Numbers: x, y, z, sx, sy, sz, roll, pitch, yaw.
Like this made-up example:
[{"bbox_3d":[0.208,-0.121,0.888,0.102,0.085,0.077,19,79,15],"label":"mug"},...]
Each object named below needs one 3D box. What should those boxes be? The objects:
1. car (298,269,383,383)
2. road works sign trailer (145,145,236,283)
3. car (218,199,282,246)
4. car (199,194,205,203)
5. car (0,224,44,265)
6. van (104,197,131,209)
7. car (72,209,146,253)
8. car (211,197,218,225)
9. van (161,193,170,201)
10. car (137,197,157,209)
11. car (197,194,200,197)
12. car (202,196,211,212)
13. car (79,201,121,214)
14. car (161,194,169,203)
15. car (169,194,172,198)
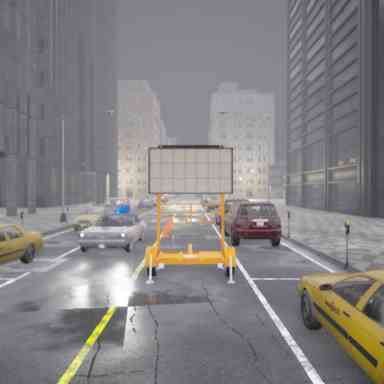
[{"bbox_3d":[2.653,1.525,4.070,1.752,1.417,4.829,0,0,1],"label":"car"},{"bbox_3d":[-0.036,0.462,9.592,2.380,3.560,2.880,0,0,0],"label":"road works sign trailer"},{"bbox_3d":[2.608,1.311,15.137,2.192,1.841,5.009,0,0,0],"label":"car"},{"bbox_3d":[2.474,1.385,48.975,1.967,1.590,4.097,0,0,0],"label":"car"},{"bbox_3d":[-5.901,1.522,9.281,1.752,1.417,4.829,0,0,1],"label":"car"},{"bbox_3d":[-5.962,1.329,26.406,1.690,1.788,3.998,0,0,0],"label":"van"},{"bbox_3d":[-3.153,1.598,13.841,1.895,1.301,4.718,0,0,0],"label":"car"},{"bbox_3d":[2.586,1.308,20.778,2.192,1.841,5.009,0,0,0],"label":"car"},{"bbox_3d":[-6.164,1.216,77.166,1.690,1.788,3.998,0,0,0],"label":"van"},{"bbox_3d":[-6.029,1.540,43.325,1.802,1.307,4.206,0,0,0],"label":"car"},{"bbox_3d":[2.429,1.463,60.254,1.887,1.381,4.507,0,0,0],"label":"car"},{"bbox_3d":[2.519,1.521,37.697,2.008,1.369,4.403,0,0,0],"label":"car"},{"bbox_3d":[-5.940,1.518,20.594,1.752,1.417,4.829,0,0,0],"label":"car"},{"bbox_3d":[-6.119,1.470,65.885,1.947,1.339,4.313,0,0,0],"label":"car"},{"bbox_3d":[-6.142,1.206,71.525,2.192,1.841,5.009,0,0,0],"label":"car"}]
